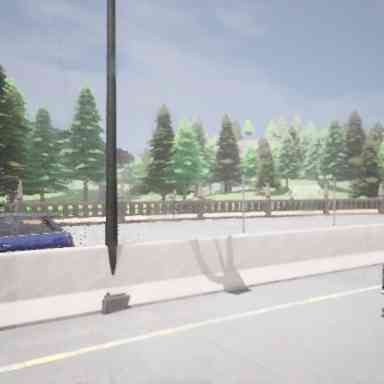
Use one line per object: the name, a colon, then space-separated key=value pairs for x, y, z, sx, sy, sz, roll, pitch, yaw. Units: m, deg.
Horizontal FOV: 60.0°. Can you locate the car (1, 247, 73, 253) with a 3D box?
car: x=-5.391 y=1.336 z=8.444 sx=4.553 sy=1.767 sz=2.097 roll=0 pitch=0 yaw=-30

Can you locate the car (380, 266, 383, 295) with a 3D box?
car: x=5.725 y=1.473 z=6.245 sx=4.902 sy=1.511 sz=2.128 roll=0 pitch=0 yaw=-26
